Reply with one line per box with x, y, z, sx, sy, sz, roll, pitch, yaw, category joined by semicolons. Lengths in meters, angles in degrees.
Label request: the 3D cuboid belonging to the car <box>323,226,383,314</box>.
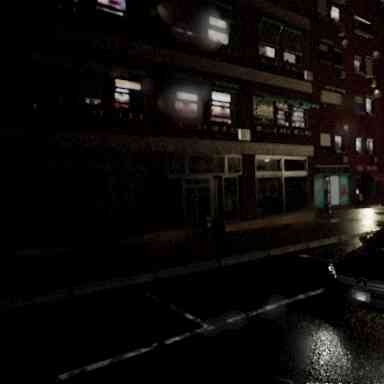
4.548;1.296;6.546;4.674;1.442;1.812;-2;1;-35;car
